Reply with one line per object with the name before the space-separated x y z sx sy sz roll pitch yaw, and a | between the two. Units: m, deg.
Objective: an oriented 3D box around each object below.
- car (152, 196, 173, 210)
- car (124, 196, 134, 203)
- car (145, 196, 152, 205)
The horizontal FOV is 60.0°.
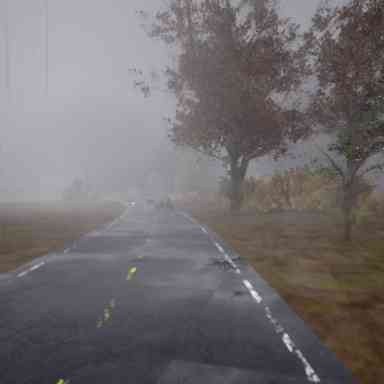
car | -3.779 1.408 43.924 2.097 1.767 4.553 0 0 -10
car | -14.043 1.628 74.520 1.837 1.490 4.892 0 0 -17
car | -7.728 1.570 62.913 1.882 1.535 5.008 0 0 -14
